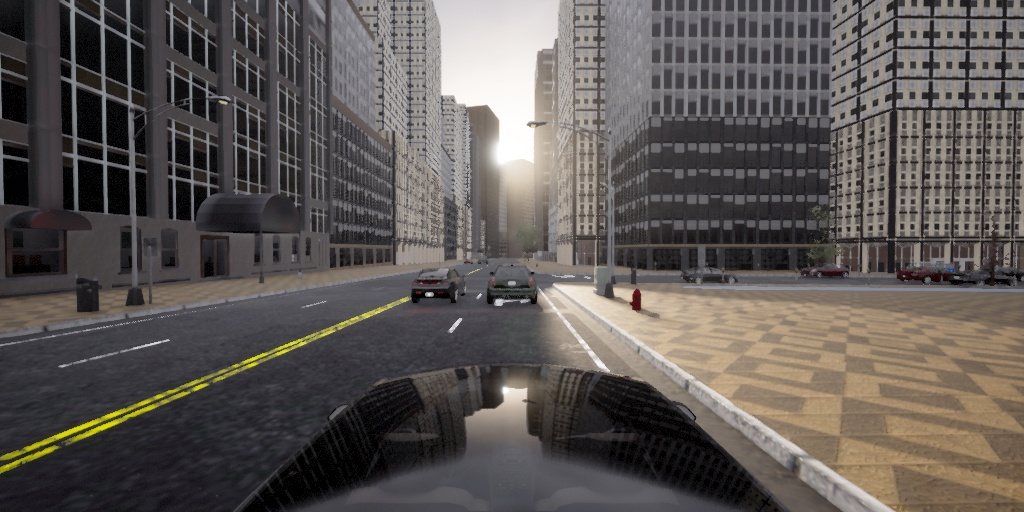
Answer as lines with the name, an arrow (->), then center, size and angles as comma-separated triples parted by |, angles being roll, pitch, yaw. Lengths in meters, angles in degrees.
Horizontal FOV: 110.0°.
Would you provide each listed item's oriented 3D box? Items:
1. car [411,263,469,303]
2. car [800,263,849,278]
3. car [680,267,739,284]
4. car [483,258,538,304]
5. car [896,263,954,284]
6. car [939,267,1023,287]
car -> -3.250, 1.261, 16.503 | 1.837, 1.490, 4.892 | 0, 0, 0
car -> 32.743, 1.484, 37.686 | 4.097, 1.591, 1.967 | 0, 0, -1
car -> 15.915, 1.567, 28.967 | 4.403, 1.370, 2.007 | 0, 0, -1
car -> 0.000, 1.111, 16.472 | 2.097, 1.767, 4.553 | 0, 0, 0
car -> 37.479, 1.670, 32.041 | 5.008, 1.535, 1.882 | 1, 1, -1
car -> 38.479, 1.804, 29.376 | 4.313, 1.339, 1.948 | 0, 0, -1
